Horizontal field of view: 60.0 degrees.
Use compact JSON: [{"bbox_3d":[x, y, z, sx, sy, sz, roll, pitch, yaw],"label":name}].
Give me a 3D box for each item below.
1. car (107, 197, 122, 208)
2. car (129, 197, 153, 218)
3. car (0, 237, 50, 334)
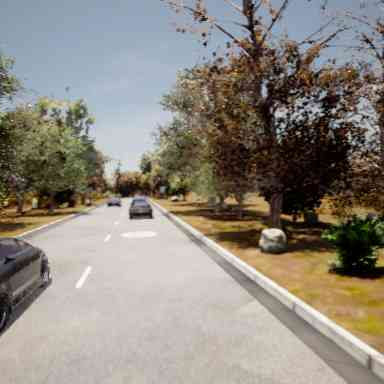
[{"bbox_3d":[-10.901,1.399,46.878,2.033,1.411,5.357,-1,0,-9],"label":"car"},{"bbox_3d":[-4.394,1.442,28.604,1.994,1.385,4.181,-1,1,-9],"label":"car"},{"bbox_3d":[-4.231,1.603,6.406,1.994,1.385,4.181,-1,0,-9],"label":"car"}]
